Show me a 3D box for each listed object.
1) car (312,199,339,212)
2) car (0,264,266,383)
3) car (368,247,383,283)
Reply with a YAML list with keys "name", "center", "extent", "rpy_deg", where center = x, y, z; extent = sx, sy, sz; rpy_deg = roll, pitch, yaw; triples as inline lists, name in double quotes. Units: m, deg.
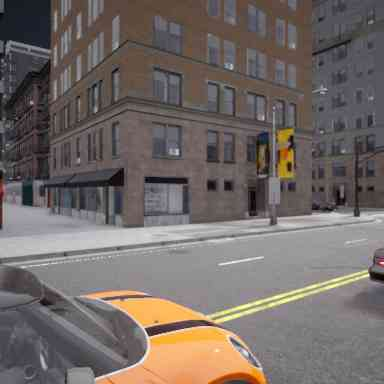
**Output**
- name: "car"
  center: [14.021, 1.534, 38.466]
  extent: [2.033, 1.411, 5.357]
  rpy_deg: [0, 0, -36]
- name: "car"
  center: [-1.536, 1.352, 2.306]
  extent: [4.553, 1.767, 2.097]
  rpy_deg: [0, 0, -37]
- name: "car"
  center: [6.423, 1.549, 8.222]
  extent: [5.357, 1.411, 2.033]
  rpy_deg: [0, 0, -37]
